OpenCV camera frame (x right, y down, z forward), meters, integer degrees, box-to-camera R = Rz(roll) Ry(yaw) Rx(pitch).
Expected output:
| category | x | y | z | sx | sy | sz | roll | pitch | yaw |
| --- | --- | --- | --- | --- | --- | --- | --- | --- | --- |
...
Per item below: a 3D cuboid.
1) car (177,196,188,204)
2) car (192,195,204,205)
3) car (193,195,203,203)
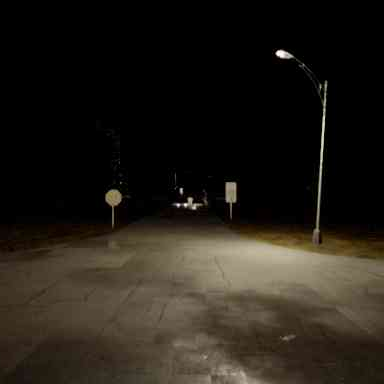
| category | x | y | z | sx | sy | sz | roll | pitch | yaw |
| --- | --- | --- | --- | --- | --- | --- | --- | --- | --- |
| car | -1.653 | 1.328 | 58.942 | 2.033 | 1.411 | 5.357 | 0 | 0 | 1 |
| car | 1.017 | 1.369 | 54.678 | 1.994 | 1.385 | 4.181 | 0 | 0 | 1 |
| car | 1.205 | 1.312 | 64.729 | 1.994 | 1.385 | 4.181 | 0 | 0 | 1 |
